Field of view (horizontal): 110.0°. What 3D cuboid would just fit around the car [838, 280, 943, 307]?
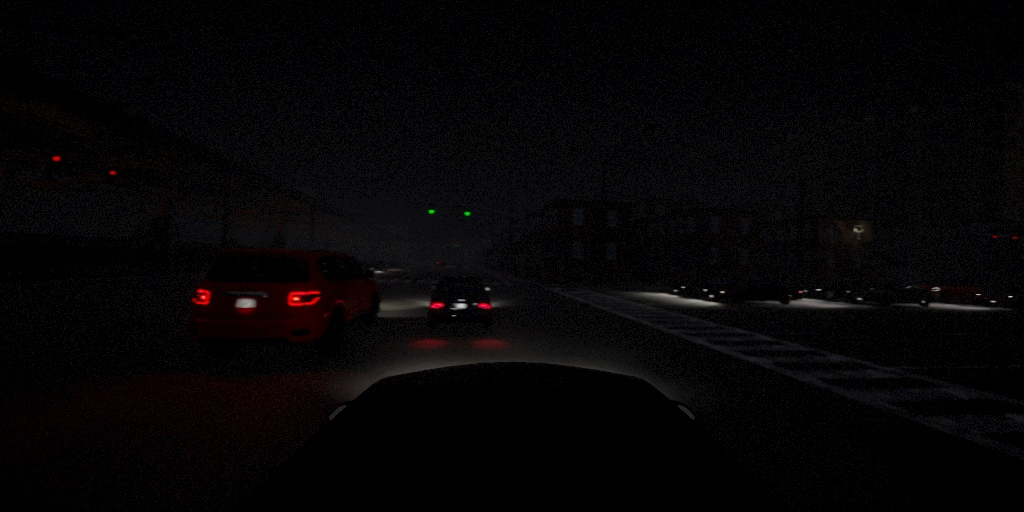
[{"bbox_3d":[23.472,2.389,22.288,4.718,1.301,1.895,2,-1,-8],"label":"car"}]

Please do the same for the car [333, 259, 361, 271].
[{"bbox_3d":[-21.042,1.120,45.896,1.994,1.385,4.181,2,-1,-7],"label":"car"}]

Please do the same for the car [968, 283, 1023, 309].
[{"bbox_3d":[33.697,2.754,23.783,4.718,1.301,1.895,2,-1,-8],"label":"car"}]

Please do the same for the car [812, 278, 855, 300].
[{"bbox_3d":[23.234,2.327,25.789,4.892,1.490,1.837,2,-1,-8],"label":"car"}]

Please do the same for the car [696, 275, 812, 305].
[{"bbox_3d":[14.026,1.999,20.891,5.357,1.411,2.033,2,-1,-9],"label":"car"}]

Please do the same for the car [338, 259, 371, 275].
[{"bbox_3d":[-16.309,1.095,37.436,1.882,1.535,5.008,2,-1,-9],"label":"car"}]

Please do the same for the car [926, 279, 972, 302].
[{"bbox_3d":[32.596,2.507,27.161,4.553,1.767,2.097,2,-1,-8],"label":"car"}]

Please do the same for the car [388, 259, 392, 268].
[{"bbox_3d":[-17.733,1.232,47.352,2.033,1.411,5.357,2,-1,-8],"label":"car"}]

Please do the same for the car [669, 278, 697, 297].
[{"bbox_3d":[13.618,2.026,24.354,5.357,1.411,2.033,2,-1,-7],"label":"car"}]

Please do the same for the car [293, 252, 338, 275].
[{"bbox_3d":[-19.655,0.711,36.226,2.150,2.045,5.566,2,-1,-8],"label":"car"}]

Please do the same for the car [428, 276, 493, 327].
[{"bbox_3d":[-1.684,1.358,11.744,2.033,1.411,5.357,2,-1,-8],"label":"car"}]

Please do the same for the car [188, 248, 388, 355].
[{"bbox_3d":[-4.725,0.889,8.494,2.150,2.045,5.566,2,-1,-8],"label":"car"}]

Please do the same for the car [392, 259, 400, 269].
[{"bbox_3d":[-19.227,1.234,57.645,1.882,1.535,5.008,2,-1,-8],"label":"car"}]
